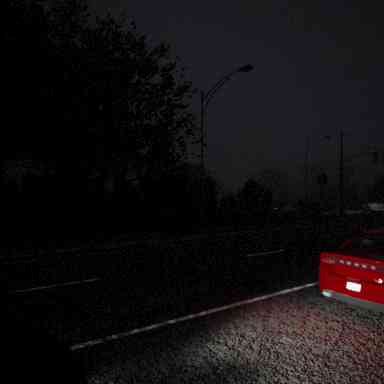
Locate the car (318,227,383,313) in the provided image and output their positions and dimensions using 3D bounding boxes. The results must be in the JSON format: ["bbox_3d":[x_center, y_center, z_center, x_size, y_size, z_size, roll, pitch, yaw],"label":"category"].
[{"bbox_3d":[4.797,1.478,7.146,5.008,1.535,1.882,0,0,-35],"label":"car"}]

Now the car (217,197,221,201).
[{"bbox_3d":[3.936,1.454,56.660,1.812,1.442,4.674,0,1,-32],"label":"car"}]

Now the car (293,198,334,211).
[{"bbox_3d":[14.488,1.477,39.849,1.882,1.535,5.008,0,0,-33],"label":"car"}]

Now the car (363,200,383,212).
[{"bbox_3d":[21.130,1.525,36.215,1.812,1.442,4.674,0,0,-32],"label":"car"}]

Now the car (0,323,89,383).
[{"bbox_3d":[-3.000,1.491,1.614,4.902,1.511,2.128,0,0,-35],"label":"car"}]
